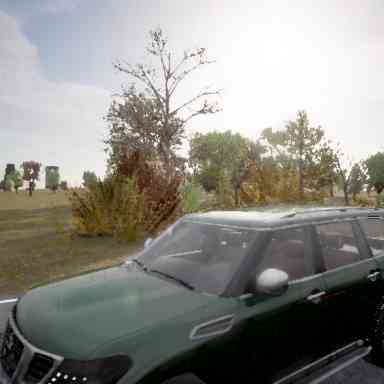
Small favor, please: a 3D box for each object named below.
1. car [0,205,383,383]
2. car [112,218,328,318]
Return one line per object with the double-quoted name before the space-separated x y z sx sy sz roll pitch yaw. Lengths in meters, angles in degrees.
"car" 0.714 1.222 4.184 5.566 2.045 2.150 0 0 -35
"car" 0.936 1.548 8.325 5.357 1.411 2.033 0 0 -35
